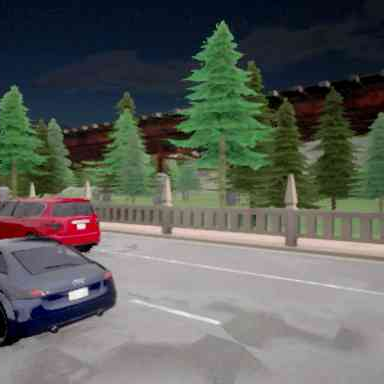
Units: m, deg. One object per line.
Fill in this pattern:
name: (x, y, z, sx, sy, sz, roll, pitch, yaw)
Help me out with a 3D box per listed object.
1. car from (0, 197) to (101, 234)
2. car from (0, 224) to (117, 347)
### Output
car: (-5.798, 1.224, 12.418, 5.566, 2.045, 2.150, 0, 0, 36)
car: (-3.412, 1.566, 6.396, 4.181, 1.385, 1.994, 0, 0, 36)
